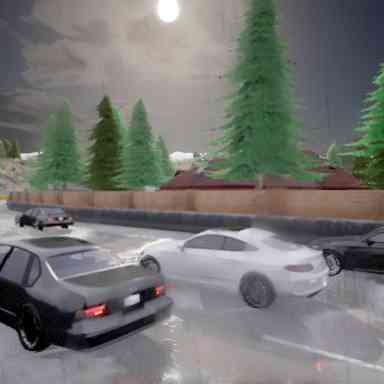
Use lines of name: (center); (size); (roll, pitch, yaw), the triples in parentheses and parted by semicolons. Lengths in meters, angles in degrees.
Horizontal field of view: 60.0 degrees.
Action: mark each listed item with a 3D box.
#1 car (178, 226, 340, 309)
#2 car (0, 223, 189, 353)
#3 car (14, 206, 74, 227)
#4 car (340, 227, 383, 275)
car: (0.757, 1.556, 7.914); (4.674, 1.442, 1.812); (0, 0, 37)
car: (-2.822, 1.571, 6.227); (5.357, 1.411, 2.033); (0, 0, 38)
car: (-9.507, 1.626, 21.236); (5.357, 1.411, 2.033); (0, 0, 44)
car: (5.465, 1.561, 8.769); (4.674, 1.442, 1.812); (0, 0, 36)
